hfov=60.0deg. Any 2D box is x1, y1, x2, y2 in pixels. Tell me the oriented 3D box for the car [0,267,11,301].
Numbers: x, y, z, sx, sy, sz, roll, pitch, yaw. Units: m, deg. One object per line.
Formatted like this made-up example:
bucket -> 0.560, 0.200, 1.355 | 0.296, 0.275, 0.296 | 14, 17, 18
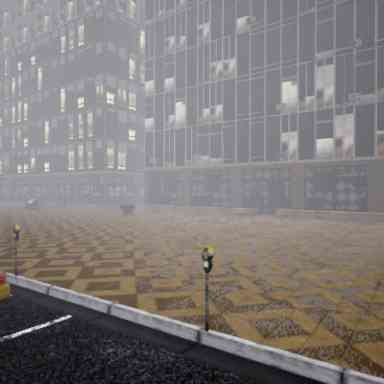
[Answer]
car -> -5.589, 1.525, 6.827 | 4.829, 1.417, 1.752 | 0, 0, 35
